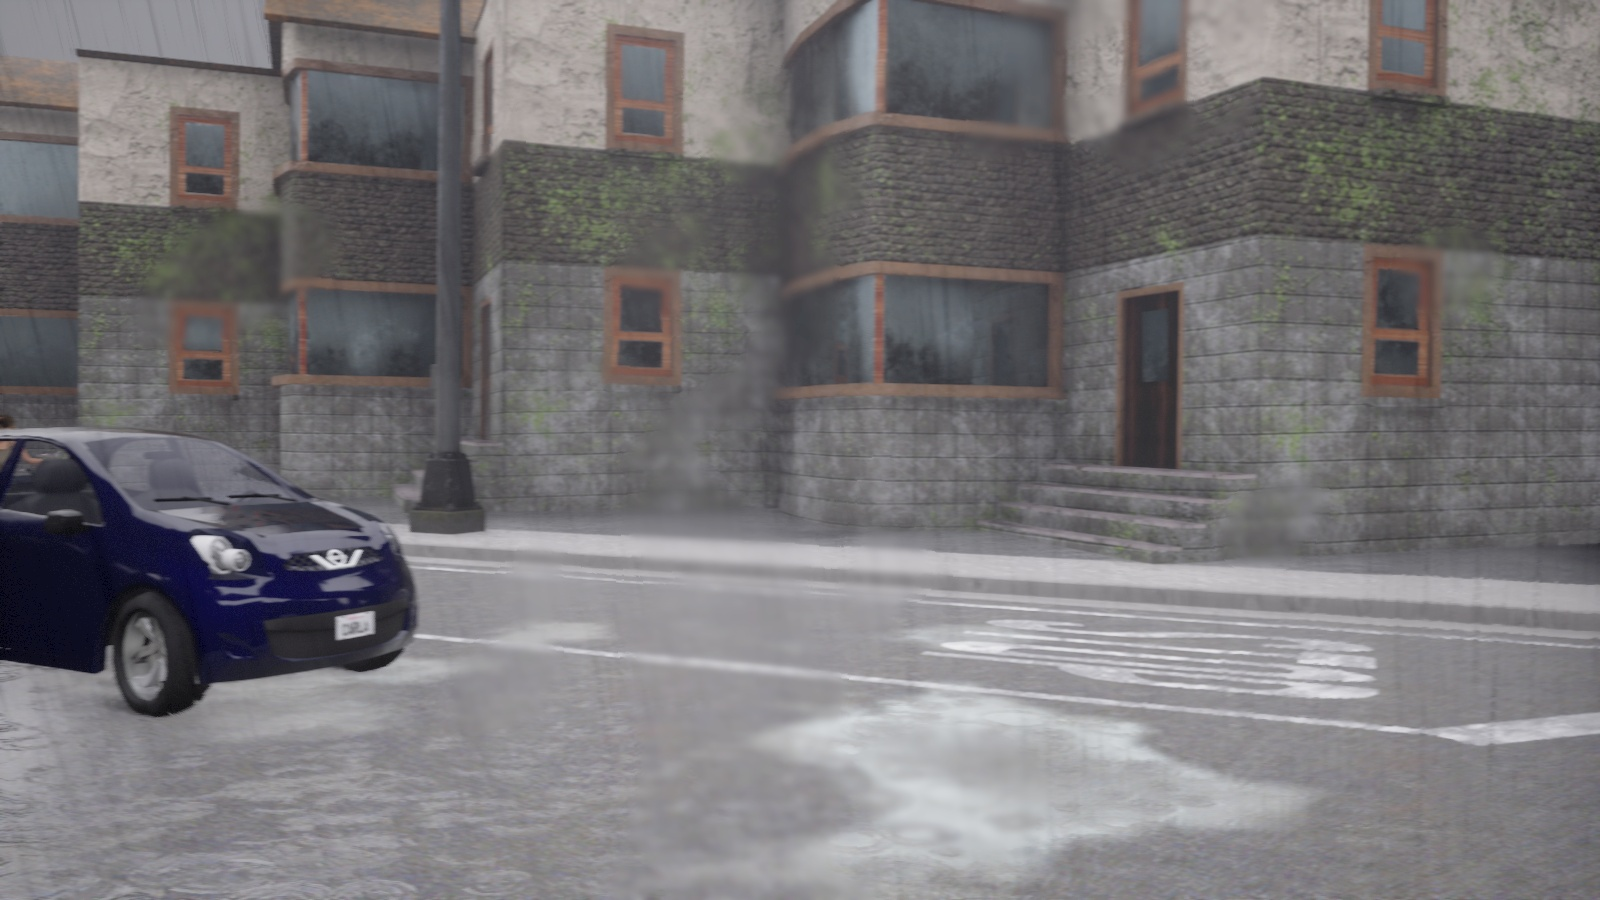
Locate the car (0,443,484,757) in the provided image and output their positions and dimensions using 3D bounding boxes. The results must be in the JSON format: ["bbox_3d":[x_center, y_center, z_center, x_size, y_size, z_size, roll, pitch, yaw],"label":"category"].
[{"bbox_3d":[-3.995,0.729,7.719,3.633,1.501,1.845,0,1,26],"label":"car"}]

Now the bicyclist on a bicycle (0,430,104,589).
[{"bbox_3d":[-8.404,0.606,13.496,1.509,1.612,0.866,0,1,26],"label":"bicyclist on a bicycle"}]
